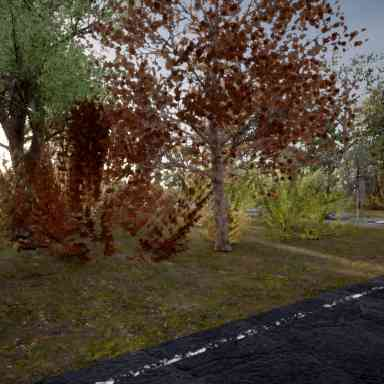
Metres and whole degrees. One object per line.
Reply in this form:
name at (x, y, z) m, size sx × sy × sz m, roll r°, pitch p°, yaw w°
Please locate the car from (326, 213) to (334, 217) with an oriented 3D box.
car at (9.289, 1.148, 27.120) m, size 2.097 × 1.767 × 4.553 m, roll -1°, pitch 1°, yaw -36°
